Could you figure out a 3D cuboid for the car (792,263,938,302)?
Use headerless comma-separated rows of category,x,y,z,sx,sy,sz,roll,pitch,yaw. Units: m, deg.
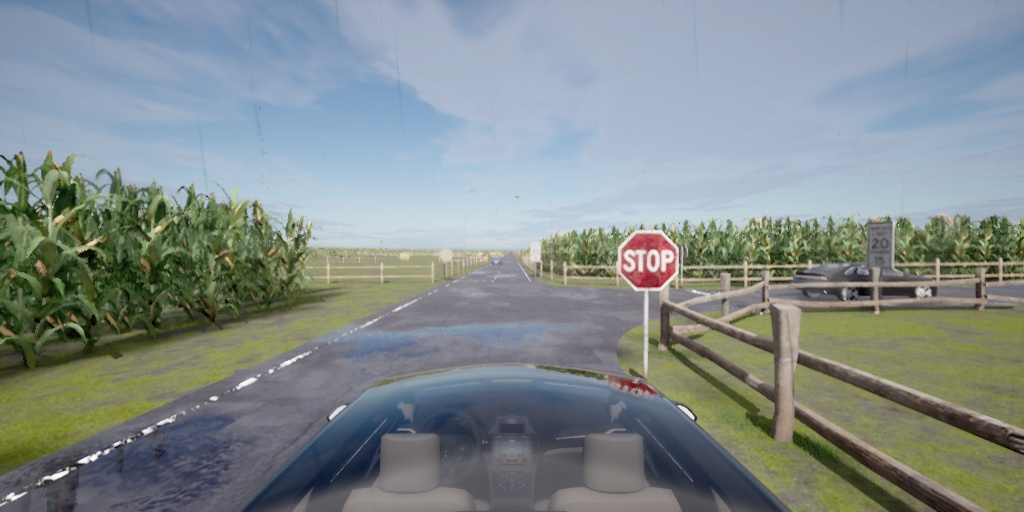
car,14.101,1.017,14.441,4.902,1.511,2.128,-1,1,-2
